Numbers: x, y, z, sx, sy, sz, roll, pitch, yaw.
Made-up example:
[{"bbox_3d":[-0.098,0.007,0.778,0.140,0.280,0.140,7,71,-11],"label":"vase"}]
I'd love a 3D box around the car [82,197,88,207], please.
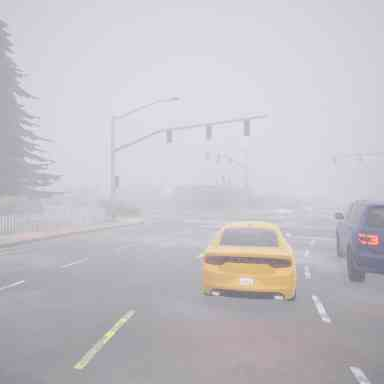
[{"bbox_3d":[-17.056,1.407,47.475,4.553,1.767,2.097,0,0,32],"label":"car"}]

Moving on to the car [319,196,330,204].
[{"bbox_3d":[23.931,1.564,62.103,1.994,1.385,4.181,0,0,32],"label":"car"}]

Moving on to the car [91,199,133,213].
[{"bbox_3d":[-9.226,1.560,38.216,4.892,1.490,1.837,0,0,32],"label":"car"}]

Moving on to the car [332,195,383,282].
[{"bbox_3d":[5.479,1.221,9.507,2.150,2.045,5.566,0,0,19],"label":"car"}]

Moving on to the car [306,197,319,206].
[{"bbox_3d":[18.698,1.526,53.694,1.812,1.442,4.674,0,0,31],"label":"car"}]

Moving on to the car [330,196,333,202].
[{"bbox_3d":[29.182,1.524,70.581,1.812,1.442,4.674,0,0,32],"label":"car"}]

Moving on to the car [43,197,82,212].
[{"bbox_3d":[-15.011,1.581,37.705,4.674,1.442,1.812,0,0,32],"label":"car"}]

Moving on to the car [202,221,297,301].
[{"bbox_3d":[1.513,1.478,8.484,1.882,1.535,5.008,0,0,12],"label":"car"}]

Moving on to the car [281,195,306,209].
[{"bbox_3d":[13.550,1.491,45.350,2.128,1.511,4.902,0,0,32],"label":"car"}]

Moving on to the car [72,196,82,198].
[{"bbox_3d":[-16.939,1.407,43.044,4.553,1.767,2.097,0,0,32],"label":"car"}]

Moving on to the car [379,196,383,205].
[{"bbox_3d":[34.771,1.547,59.436,2.033,1.411,5.357,0,0,32],"label":"car"}]

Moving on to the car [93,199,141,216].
[{"bbox_3d":[-7.172,1.560,32.794,4.892,1.490,1.837,0,0,34],"label":"car"}]

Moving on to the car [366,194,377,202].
[{"bbox_3d":[43.008,1.355,79.695,2.097,1.767,4.553,0,0,32],"label":"car"}]
